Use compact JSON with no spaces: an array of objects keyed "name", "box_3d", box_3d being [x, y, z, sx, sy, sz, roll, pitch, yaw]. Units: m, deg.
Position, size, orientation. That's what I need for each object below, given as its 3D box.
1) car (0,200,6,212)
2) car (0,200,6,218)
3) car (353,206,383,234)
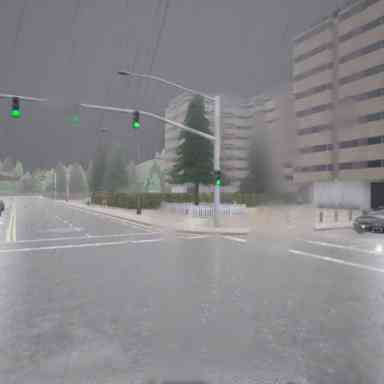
[{"name":"car","box_3d":[-23.054,1.601,39.155,1.895,1.301,4.718,0,0,-28]},{"name":"car","box_3d":[-18.141,1.601,29.873,1.895,1.301,4.718,0,0,-28]},{"name":"car","box_3d":[10.799,1.505,17.959,4.892,1.490,1.837,0,0,-28]}]
